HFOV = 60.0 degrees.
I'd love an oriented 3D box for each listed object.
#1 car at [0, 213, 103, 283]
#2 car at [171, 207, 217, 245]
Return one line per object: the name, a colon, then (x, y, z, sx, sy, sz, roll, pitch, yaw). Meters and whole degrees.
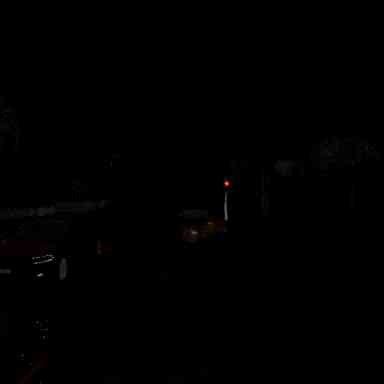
car: (-4.074, 1.453, 9.782, 1.882, 1.535, 5.008, 0, 0, 0)
car: (0.084, 1.439, 15.261, 1.882, 1.535, 5.008, 0, 0, 0)
